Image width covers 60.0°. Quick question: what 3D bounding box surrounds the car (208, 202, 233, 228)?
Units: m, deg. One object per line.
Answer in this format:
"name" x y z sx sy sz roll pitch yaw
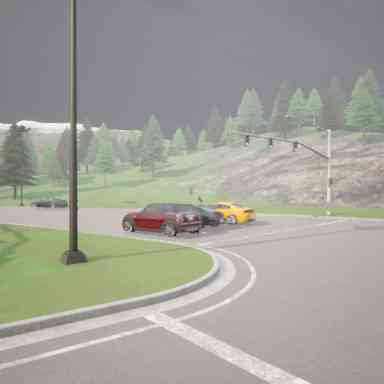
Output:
"car" -0.038 1.525 21.117 4.674 1.442 1.812 0 0 38

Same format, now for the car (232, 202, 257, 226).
"car" 2.150 1.477 23.851 5.008 1.535 1.882 0 0 38

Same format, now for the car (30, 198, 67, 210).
"car" -18.677 1.490 43.242 4.902 1.511 2.128 0 0 16

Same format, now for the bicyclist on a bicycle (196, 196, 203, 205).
"bicyclist on a bicycle" 0.900 1.301 38.405 0.582 1.620 1.656 0 0 34

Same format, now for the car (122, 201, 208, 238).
"car" -1.704 1.351 17.959 4.553 1.767 2.097 0 0 39
